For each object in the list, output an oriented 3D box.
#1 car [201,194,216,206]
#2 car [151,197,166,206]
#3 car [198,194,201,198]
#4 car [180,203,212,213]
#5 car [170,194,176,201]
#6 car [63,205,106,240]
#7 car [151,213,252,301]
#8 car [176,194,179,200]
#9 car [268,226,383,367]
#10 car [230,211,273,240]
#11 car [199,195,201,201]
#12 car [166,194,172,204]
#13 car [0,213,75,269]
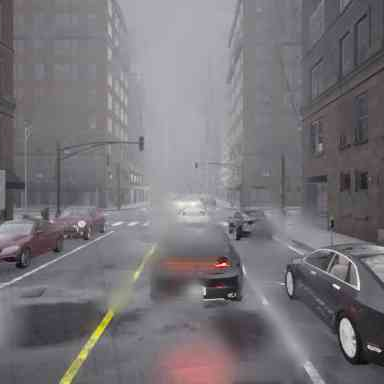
[{"bbox_3d":[2.888,1.476,53.720,1.967,1.590,4.097,0,0,0],"label":"car"},{"bbox_3d":[-5.636,1.618,53.733,1.802,1.307,4.206,0,0,0],"label":"car"},{"bbox_3d":[2.927,1.525,75.356,1.967,1.590,4.097,0,0,0],"label":"car"},{"bbox_3d":[0.082,1.527,17.442,1.812,1.442,4.674,0,0,-1],"label":"car"},{"bbox_3d":[-5.588,1.627,80.605,1.752,1.417,4.829,0,0,0],"label":"car"},{"bbox_3d":[-5.670,1.441,16.630,1.967,1.590,4.097,0,0,0],"label":"car"},{"bbox_3d":[0.098,1.505,8.294,1.837,1.490,4.892,0,0,0],"label":"car"},{"bbox_3d":[-5.570,1.458,91.593,2.192,1.841,5.009,0,0,0],"label":"car"},{"bbox_3d":[2.855,1.551,5.627,2.008,1.369,4.403,0,0,0],"label":"car"},{"bbox_3d":[2.855,1.567,16.630,1.947,1.339,4.313,0,0,0],"label":"car"},{"bbox_3d":[2.908,1.607,64.538,2.008,1.369,4.403,0,0,0],"label":"car"},{"bbox_3d":[-5.617,1.607,64.550,2.008,1.369,4.403,0,0,0],"label":"car"},{"bbox_3d":[-5.670,1.582,11.128,1.802,1.307,4.206,0,0,0],"label":"car"}]
